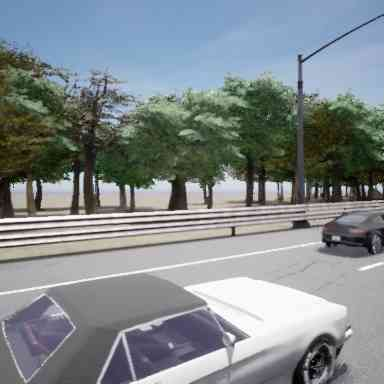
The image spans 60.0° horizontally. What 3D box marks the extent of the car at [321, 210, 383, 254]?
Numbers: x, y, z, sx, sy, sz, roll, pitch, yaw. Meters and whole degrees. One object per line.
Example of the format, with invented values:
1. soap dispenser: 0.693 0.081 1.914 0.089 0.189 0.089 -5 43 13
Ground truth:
1. car: 6.920 1.437 12.976 4.674 1.442 1.812 -1 0 -35

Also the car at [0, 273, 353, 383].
1. car: -0.366 1.592 3.481 4.718 1.301 1.895 0 0 -35
